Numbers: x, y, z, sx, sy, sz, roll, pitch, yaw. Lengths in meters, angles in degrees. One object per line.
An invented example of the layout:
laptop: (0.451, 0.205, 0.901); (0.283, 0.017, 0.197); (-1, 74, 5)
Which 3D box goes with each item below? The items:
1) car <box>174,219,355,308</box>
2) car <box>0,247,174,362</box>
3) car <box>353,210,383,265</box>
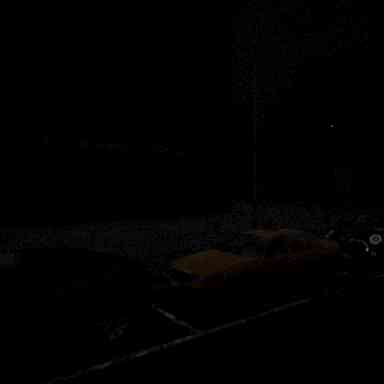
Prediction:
car: (1.634, 1.477, 7.820); (4.829, 1.417, 1.752); (-1, 0, -36)
car: (-2.652, 1.562, 4.759); (4.313, 1.339, 1.947); (-1, 0, -36)
car: (6.196, 1.344, 11.079); (4.097, 1.590, 1.967); (-1, 0, -36)
